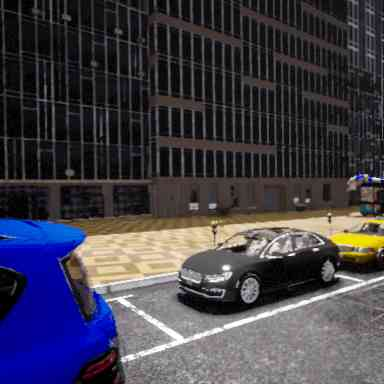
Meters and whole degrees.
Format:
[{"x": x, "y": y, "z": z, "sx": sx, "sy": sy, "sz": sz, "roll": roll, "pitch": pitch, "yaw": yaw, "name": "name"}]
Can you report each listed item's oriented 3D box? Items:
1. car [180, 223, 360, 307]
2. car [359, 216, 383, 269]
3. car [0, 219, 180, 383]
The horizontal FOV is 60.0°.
[{"x": 1.726, "y": 1.536, "z": 7.806, "sx": 4.403, "sy": 1.369, "sz": 2.008, "roll": 0, "pitch": -1, "yaw": -35, "name": "car"}, {"x": 6.166, "y": 1.498, "z": 10.976, "sx": 4.829, "sy": 1.417, "sz": 1.752, "roll": 0, "pitch": -1, "yaw": -36, "name": "car"}, {"x": -2.977, "y": 1.226, "z": 1.243, "sx": 5.566, "sy": 2.045, "sz": 2.150, "roll": 0, "pitch": 0, "yaw": -35, "name": "car"}]
